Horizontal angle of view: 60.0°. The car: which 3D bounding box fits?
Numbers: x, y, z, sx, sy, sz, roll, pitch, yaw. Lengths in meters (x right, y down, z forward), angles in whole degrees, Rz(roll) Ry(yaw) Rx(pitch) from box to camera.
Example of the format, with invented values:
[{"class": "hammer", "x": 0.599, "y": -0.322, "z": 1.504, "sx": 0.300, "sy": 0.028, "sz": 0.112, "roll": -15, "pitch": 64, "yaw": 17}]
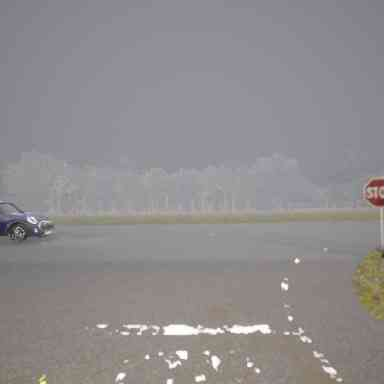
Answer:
[{"class": "car", "x": -8.764, "y": 1.209, "z": 15.158, "sx": 4.553, "sy": 1.767, "sz": 2.097, "roll": 1, "pitch": -2, "yaw": 0}]
